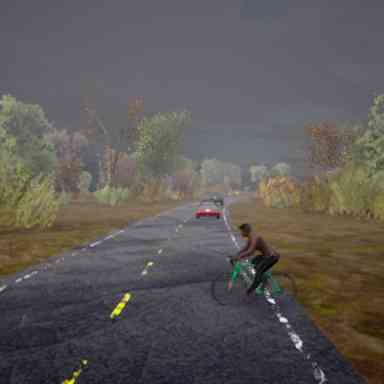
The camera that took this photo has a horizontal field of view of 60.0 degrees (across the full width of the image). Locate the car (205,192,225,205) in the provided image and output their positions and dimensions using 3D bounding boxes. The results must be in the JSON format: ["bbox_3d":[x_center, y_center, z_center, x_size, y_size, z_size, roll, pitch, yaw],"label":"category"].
[{"bbox_3d":[3.692,1.064,50.308,2.150,2.045,5.566,0,-1,7],"label":"car"}]

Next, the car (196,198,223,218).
[{"bbox_3d":[1.446,1.476,28.817,1.994,1.385,4.181,0,0,5],"label":"car"}]

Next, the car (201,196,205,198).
[{"bbox_3d":[2.680,1.379,64.958,1.994,1.385,4.181,0,0,10],"label":"car"}]

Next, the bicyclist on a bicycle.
[{"bbox_3d":[1.194,1.432,6.436,1.656,1.620,0.582,0,0,2],"label":"bicyclist on a bicycle"}]
